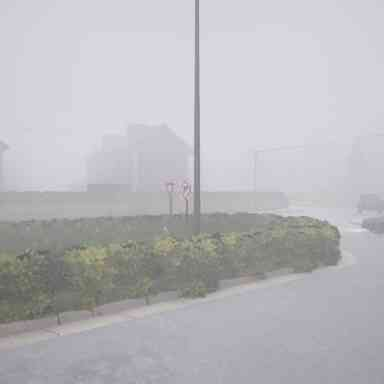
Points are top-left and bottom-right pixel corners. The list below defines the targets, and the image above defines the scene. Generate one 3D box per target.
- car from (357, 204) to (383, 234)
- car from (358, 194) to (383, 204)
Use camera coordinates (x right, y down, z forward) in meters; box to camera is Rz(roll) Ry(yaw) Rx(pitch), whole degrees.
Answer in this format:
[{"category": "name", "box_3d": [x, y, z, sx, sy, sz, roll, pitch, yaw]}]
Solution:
[{"category": "car", "box_3d": [11.206, 1.548, 16.471, 2.033, 1.411, 5.357, 0, 0, -24]}, {"category": "car", "box_3d": [19.367, 1.222, 35.525, 2.150, 2.045, 5.566, 0, 0, 40]}]
